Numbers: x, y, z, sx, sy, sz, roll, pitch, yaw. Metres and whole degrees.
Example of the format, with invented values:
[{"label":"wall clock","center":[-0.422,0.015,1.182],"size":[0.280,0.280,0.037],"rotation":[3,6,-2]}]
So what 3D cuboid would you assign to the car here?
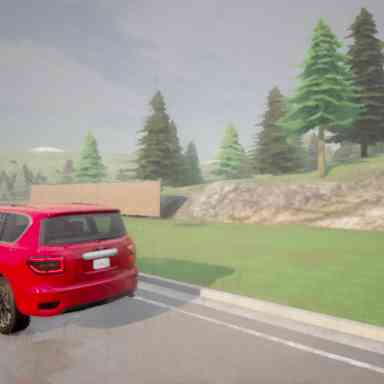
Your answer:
[{"label":"car","center":[-3.528,1.242,7.057],"size":[5.566,2.045,2.150],"rotation":[0,0,39]}]
